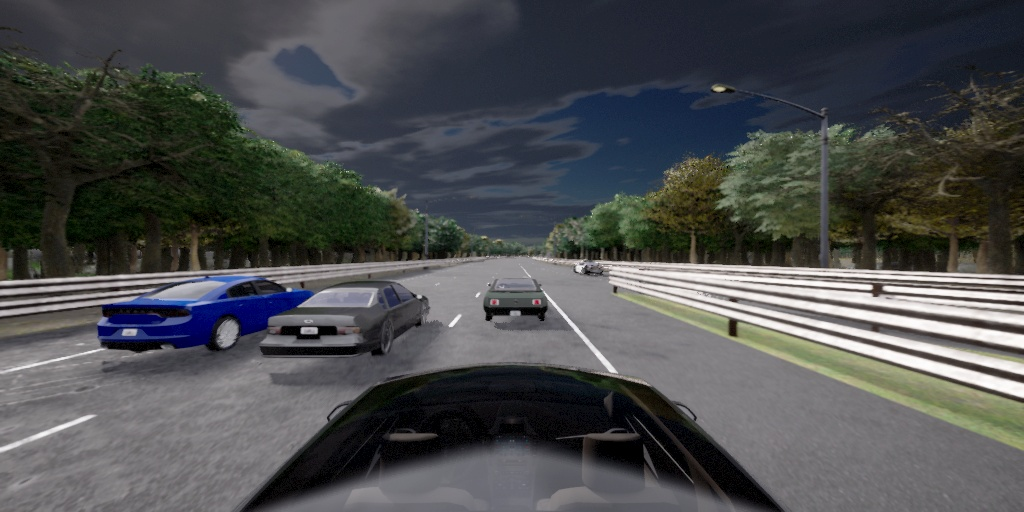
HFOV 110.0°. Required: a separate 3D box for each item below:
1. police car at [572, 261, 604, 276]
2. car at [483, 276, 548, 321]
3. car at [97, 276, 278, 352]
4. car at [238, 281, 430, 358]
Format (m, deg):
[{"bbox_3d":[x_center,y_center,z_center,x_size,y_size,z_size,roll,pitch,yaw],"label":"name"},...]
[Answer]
[{"bbox_3d":[8.078,1.297,38.784,2.038,1.542,4.974,0,0,-10],"label":"police car"},{"bbox_3d":[0.104,1.351,12.462,1.895,1.301,4.718,0,0,0],"label":"car"},{"bbox_3d":[-6.897,1.227,8.944,1.882,1.535,5.008,0,0,0],"label":"car"},{"bbox_3d":[-3.397,1.297,8.515,2.033,1.411,5.357,0,0,0],"label":"car"}]
